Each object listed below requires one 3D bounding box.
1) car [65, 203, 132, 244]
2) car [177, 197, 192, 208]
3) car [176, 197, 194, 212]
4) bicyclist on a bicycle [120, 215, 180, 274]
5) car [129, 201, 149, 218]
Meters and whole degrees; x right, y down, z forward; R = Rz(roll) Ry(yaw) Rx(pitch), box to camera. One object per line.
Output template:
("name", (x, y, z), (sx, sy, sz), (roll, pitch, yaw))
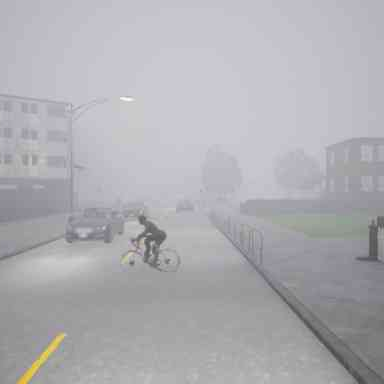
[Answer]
("car", (-4.434, 1.493, 15.842), (2.128, 1.511, 4.902), (0, 0, -1))
("car", (-1.037, 1.491, 48.303), (2.128, 1.511, 4.902), (0, 0, -1))
("car", (-0.774, 1.563, 38.399), (1.994, 1.385, 4.181), (0, 0, -1))
("bicyclist on a bicycle", (-1.176, 1.450, 9.101), (1.656, 1.620, 0.582), (-2, 0, -1))
("car", (-4.689, 1.525, 27.834), (1.812, 1.442, 4.674), (0, 0, -1))
